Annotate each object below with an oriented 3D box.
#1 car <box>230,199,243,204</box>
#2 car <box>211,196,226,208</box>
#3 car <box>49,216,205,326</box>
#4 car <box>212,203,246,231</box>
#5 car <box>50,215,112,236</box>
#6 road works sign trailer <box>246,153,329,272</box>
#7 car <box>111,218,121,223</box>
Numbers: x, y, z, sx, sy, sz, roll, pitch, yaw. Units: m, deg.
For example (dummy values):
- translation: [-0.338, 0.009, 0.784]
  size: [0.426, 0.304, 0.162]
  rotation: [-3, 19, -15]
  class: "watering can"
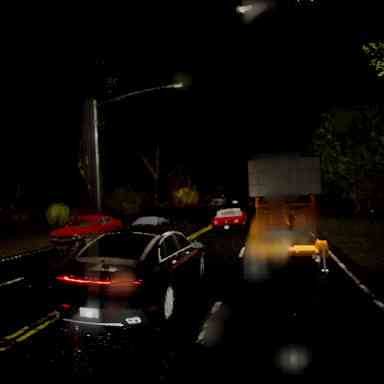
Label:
- translation: [7.969, 1.886, 59.106]
  size: [2.033, 1.411, 5.357]
  rotation: [-3, -1, 14]
  class: "car"
- translation: [4.839, 1.711, 60.020]
  size: [2.150, 2.045, 5.566]
  rotation: [-3, -1, 14]
  class: "car"
- translation: [-0.966, 1.520, 7.233]
  size: [1.837, 1.490, 4.892]
  rotation: [0, 0, 13]
  class: "car"
- translation: [2.618, 1.790, 22.590]
  size: [1.895, 1.301, 4.718]
  rotation: [-7, 0, 13]
  class: "car"
- translation: [-5.442, 2.017, 17.624]
  size: [1.882, 1.535, 5.008]
  rotation: [-3, -1, 13]
  class: "car"
- translation: [3.134, 0.557, 11.226]
  size: [2.380, 3.560, 2.880]
  rotation: [-3, -1, 14]
  class: "road works sign trailer"
- translation: [-2.174, 1.956, 17.315]
  size: [1.994, 1.385, 4.181]
  rotation: [-3, -1, 13]
  class: "car"
